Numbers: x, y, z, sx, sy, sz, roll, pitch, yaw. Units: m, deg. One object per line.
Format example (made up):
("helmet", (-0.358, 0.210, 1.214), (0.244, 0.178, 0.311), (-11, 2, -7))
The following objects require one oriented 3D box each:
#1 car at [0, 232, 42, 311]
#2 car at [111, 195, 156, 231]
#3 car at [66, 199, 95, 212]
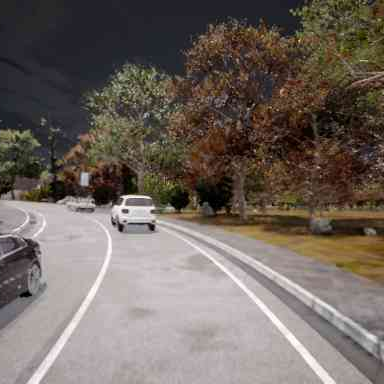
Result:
("car", (-4.102, 1.481, 5.602), (2.128, 1.511, 4.902), (0, 0, -6))
("car", (-3.777, 1.245, 20.997), (2.150, 2.045, 5.566), (2, -1, -19))
("car", (-12.472, 1.474, 37.100), (1.895, 1.301, 4.718), (4, -2, -36))
